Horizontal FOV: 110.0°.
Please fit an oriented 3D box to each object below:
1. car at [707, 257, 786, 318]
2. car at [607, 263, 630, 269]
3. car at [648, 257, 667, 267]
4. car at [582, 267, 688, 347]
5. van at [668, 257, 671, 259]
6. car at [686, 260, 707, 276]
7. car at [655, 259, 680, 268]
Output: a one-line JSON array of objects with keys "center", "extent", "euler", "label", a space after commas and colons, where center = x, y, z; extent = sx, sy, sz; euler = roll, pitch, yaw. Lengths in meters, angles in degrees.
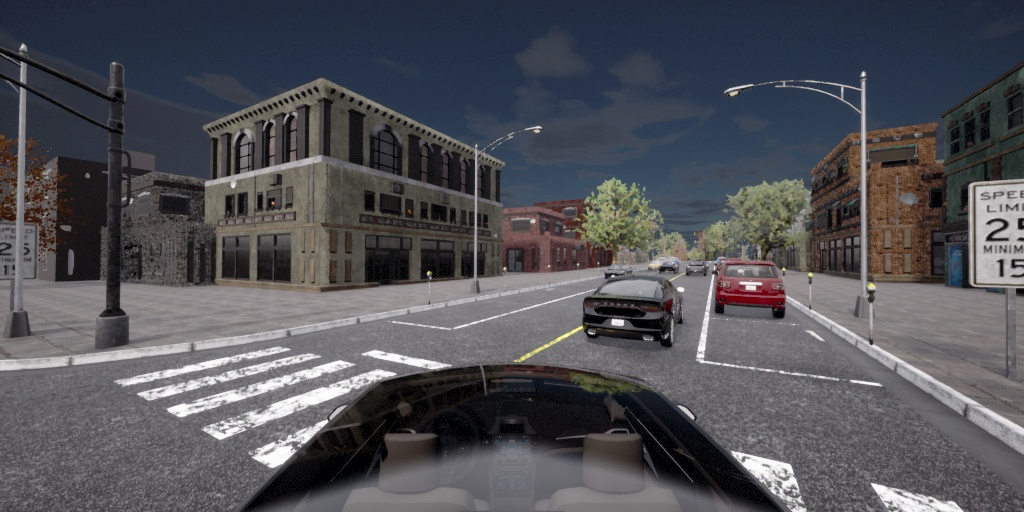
[{"center": [8.572, 1.069, 13.192], "extent": [2.192, 1.841, 5.009], "euler": [0, 0, 30], "label": "car"}, {"center": [9.523, 1.324, 31.779], "extent": [1.948, 1.339, 4.313], "euler": [0, 0, 30], "label": "car"}, {"center": [20.421, 1.286, 50.893], "extent": [1.751, 1.417, 4.829], "euler": [0, 0, 30], "label": "car"}, {"center": [3.419, 1.230, 9.586], "extent": [1.882, 1.535, 5.008], "euler": [0, 0, 30], "label": "car"}, {"center": [23.251, 1.101, 55.856], "extent": [1.690, 1.789, 3.998], "euler": [0, 0, 30], "label": "van"}, {"center": [19.040, 1.252, 36.877], "extent": [2.128, 1.511, 4.902], "euler": [0, 0, 30], "label": "car"}, {"center": [18.234, 1.361, 41.627], "extent": [1.895, 1.301, 4.718], "euler": [0, 0, 30], "label": "car"}]
